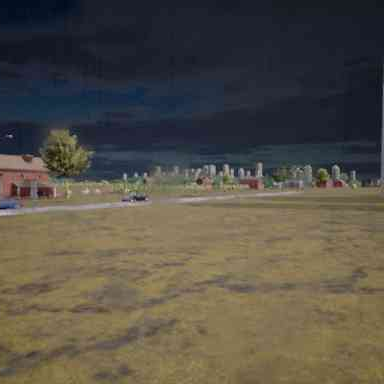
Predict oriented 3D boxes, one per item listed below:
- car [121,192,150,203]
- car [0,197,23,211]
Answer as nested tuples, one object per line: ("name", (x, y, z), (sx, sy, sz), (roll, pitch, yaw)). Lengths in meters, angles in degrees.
("car", (-8.194, 0.791, 48.348), (1.837, 1.490, 4.892), (1, 2, 36))
("car", (-19.192, 1.233, 33.134), (1.994, 1.385, 4.181), (1, 2, 36))
